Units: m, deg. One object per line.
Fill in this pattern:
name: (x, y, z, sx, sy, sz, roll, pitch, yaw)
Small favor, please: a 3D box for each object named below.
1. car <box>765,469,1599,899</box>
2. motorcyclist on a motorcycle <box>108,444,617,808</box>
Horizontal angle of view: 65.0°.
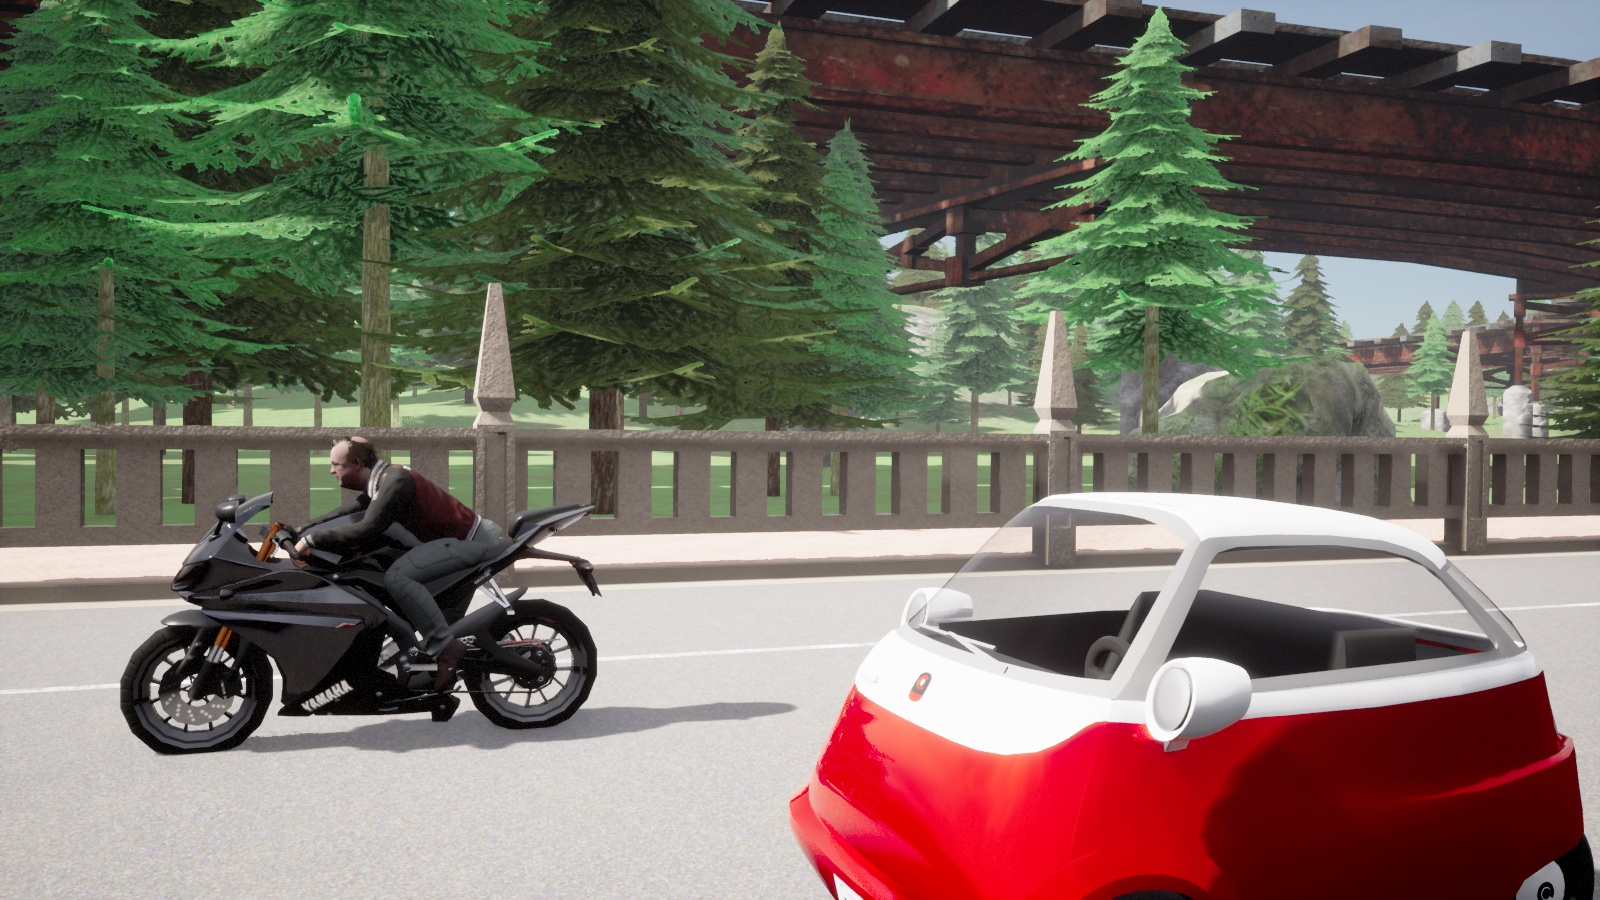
car: (1.187, 0.780, 3.690, 2.207, 1.376, 1.481, -1, 1, -21)
motorcyclist on a motorcycle: (-2.089, 0.755, 6.190, 2.191, 1.530, 0.866, -1, 1, -21)
